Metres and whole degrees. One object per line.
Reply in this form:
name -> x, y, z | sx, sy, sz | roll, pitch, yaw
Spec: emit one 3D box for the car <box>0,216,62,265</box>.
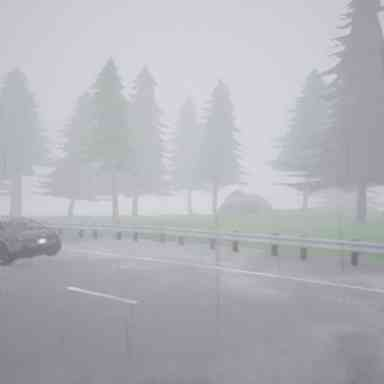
car -> -6.571, 1.546, 11.570 | 4.181, 1.385, 1.994 | 0, 0, 28
